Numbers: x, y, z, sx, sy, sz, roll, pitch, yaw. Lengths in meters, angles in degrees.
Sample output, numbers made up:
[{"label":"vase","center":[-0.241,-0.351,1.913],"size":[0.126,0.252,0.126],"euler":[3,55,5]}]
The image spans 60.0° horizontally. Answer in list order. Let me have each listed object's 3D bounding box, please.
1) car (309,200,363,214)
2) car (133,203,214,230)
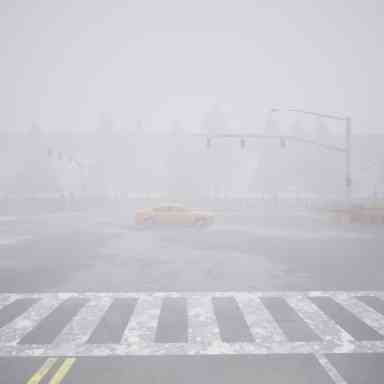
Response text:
[{"label":"car","center":[15.408,1.547,35.515],"size":[5.357,1.411,2.033],"euler":[0,0,-2]},{"label":"car","center":[-1.121,1.477,20.804],"size":[5.008,1.535,1.882],"euler":[0,0,-2]}]
